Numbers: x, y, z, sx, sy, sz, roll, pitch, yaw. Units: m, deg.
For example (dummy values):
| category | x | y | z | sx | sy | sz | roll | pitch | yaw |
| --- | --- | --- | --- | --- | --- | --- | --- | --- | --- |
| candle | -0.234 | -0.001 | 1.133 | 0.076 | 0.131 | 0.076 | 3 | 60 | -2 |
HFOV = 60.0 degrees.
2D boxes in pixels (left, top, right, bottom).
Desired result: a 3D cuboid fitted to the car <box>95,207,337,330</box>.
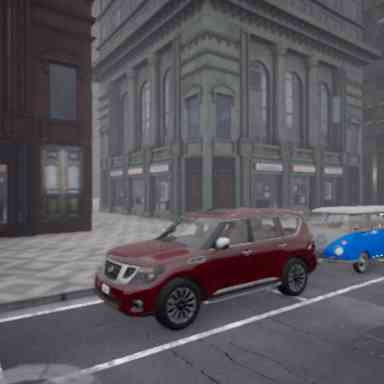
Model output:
| category | x | y | z | sx | sy | sz | roll | pitch | yaw |
| --- | --- | --- | --- | --- | --- | --- | --- | --- | --- |
| car | 0.594 | 1.312 | 7.074 | 5.009 | 1.841 | 2.192 | 0 | 0 | -35 |

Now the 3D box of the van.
| category | x | y | z | sx | sy | sz | roll | pitch | yaw |
| --- | --- | --- | --- | --- | --- | --- | --- | --- | --- |
| van | 5.183 | 1.334 | 10.346 | 3.998 | 1.788 | 1.690 | 0 | 0 | -35 |
